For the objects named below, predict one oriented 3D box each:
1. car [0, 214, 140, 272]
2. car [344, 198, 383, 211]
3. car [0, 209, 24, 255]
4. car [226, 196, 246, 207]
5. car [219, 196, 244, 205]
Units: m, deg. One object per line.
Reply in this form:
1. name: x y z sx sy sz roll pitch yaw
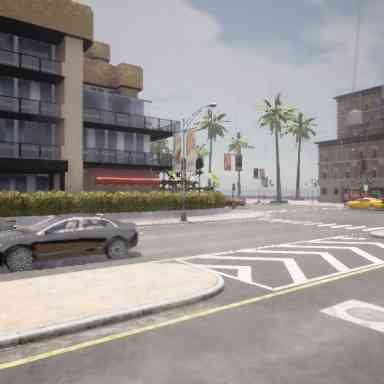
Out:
1. car: -4.115 1.491 10.876 4.902 1.511 2.128 0 0 -35
2. car: 21.594 1.477 41.599 1.882 1.535 5.008 0 0 -35
3. car: -8.861 1.492 11.800 4.902 1.511 2.128 0 0 -35
4. car: 6.106 1.478 51.220 1.882 1.535 5.008 0 0 -35
5. car: 7.311 1.505 62.056 1.837 1.490 4.892 0 0 -35
